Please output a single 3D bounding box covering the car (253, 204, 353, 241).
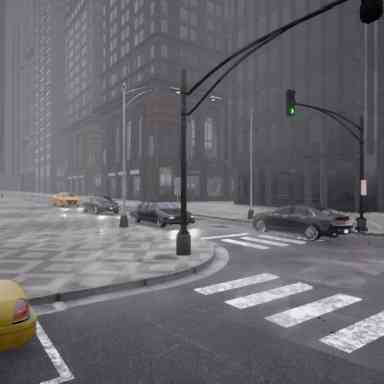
[{"bbox_3d":[5.052,1.342,15.900,1.837,1.490,4.892,0,1,-36],"label":"car"}]

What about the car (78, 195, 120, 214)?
[{"bbox_3d":[-7.775,1.011,28.182,1.837,1.490,4.892,0,1,-36],"label":"car"}]

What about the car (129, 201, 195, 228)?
[{"bbox_3d":[-2.006,1.237,20.199,2.033,1.411,5.357,0,1,-36],"label":"car"}]

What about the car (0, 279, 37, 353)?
[{"bbox_3d":[-4.357,1.525,3.536,4.829,1.417,1.752,0,0,-36],"label":"car"}]

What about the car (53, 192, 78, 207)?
[{"bbox_3d":[-13.873,0.798,36.627,1.882,1.535,5.008,0,1,-35],"label":"car"}]
